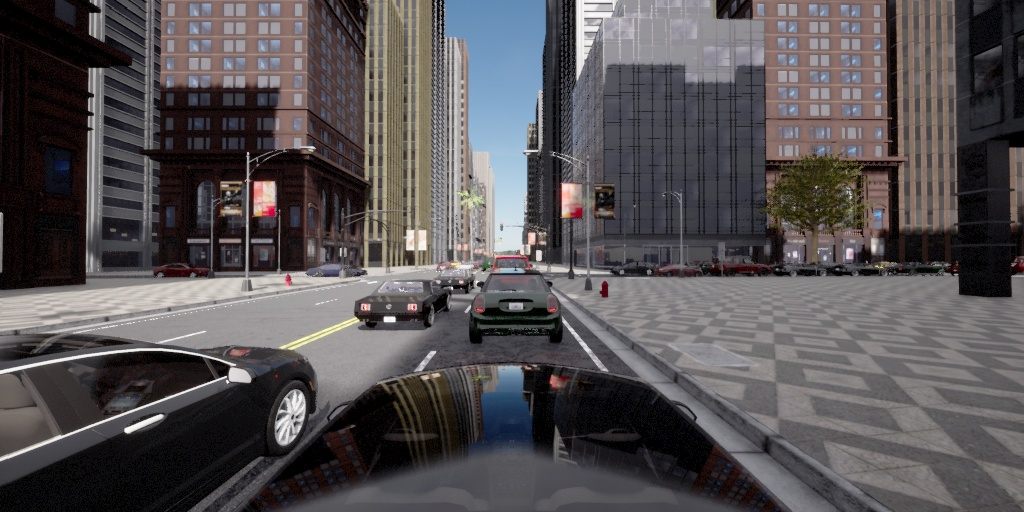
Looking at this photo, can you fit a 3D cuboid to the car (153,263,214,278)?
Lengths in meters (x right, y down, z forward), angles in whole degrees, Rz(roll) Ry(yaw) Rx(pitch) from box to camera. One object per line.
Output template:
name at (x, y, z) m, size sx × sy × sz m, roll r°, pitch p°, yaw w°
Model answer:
car at (-31.744, 1.446, 34.817) m, size 5.008 × 1.535 × 1.882 m, roll 1°, pitch -1°, yaw 0°

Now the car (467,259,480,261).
car at (-6.701, 1.634, 60.986) m, size 1.895 × 1.301 × 4.718 m, roll 0°, pitch 0°, yaw 0°

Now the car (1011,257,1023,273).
car at (49.077, 0.973, 33.477) m, size 5.009 × 1.841 × 2.192 m, roll 0°, pitch 0°, yaw -1°

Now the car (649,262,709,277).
car at (15.251, 1.328, 32.880) m, size 4.207 × 1.307 × 1.802 m, roll 0°, pitch 0°, yaw -1°

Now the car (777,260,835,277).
car at (26.526, 1.276, 33.079) m, size 4.313 × 1.339 × 1.948 m, roll 0°, pitch 0°, yaw -1°

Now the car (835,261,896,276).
car at (32.163, 1.260, 33.178) m, size 4.313 × 1.339 × 1.948 m, roll 0°, pitch 0°, yaw -1°

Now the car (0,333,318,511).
car at (-3.151, 1.255, 2.186) m, size 1.837 × 1.490 × 4.892 m, roll 0°, pitch 0°, yaw 0°

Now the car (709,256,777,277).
car at (20.889, 1.041, 32.979) m, size 5.009 × 1.841 × 2.192 m, roll 0°, pitch 0°, yaw -1°

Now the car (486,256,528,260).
car at (-0.038, 1.003, 19.380) m, size 2.150 × 2.045 × 5.566 m, roll 0°, pitch 0°, yaw 0°

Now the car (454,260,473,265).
car at (-6.702, 1.570, 51.822) m, size 1.895 × 1.301 × 4.718 m, roll 0°, pitch 0°, yaw 0°

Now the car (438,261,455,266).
car at (-9.948, 1.504, 53.076) m, size 1.812 × 1.442 × 4.674 m, roll 0°, pitch 0°, yaw -3°

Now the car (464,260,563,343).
car at (0.080, 1.109, 9.860) m, size 2.097 × 1.767 × 4.553 m, roll 0°, pitch 0°, yaw 0°

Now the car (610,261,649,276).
car at (13.027, 1.326, 38.617) m, size 4.892 × 1.490 × 1.837 m, roll 0°, pitch -1°, yaw -1°

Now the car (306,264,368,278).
car at (-17.019, 1.450, 35.011) m, size 5.357 × 1.411 × 2.033 m, roll 0°, pitch -1°, yaw -3°

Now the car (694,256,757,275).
car at (23.066, 1.010, 38.804) m, size 5.566 × 2.045 × 2.150 m, roll 0°, pitch -1°, yaw -2°

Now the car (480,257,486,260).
car at (-3.196, 1.202, 53.501) m, size 2.150 × 2.045 × 5.566 m, roll 0°, pitch 0°, yaw -1°

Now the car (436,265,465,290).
car at (-3.191, 1.388, 20.675) m, size 1.895 × 1.301 × 4.718 m, roll 0°, pitch 0°, yaw 0°

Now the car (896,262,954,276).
car at (40.492, 1.306, 35.901) m, size 4.718 × 1.301 × 1.895 m, roll 0°, pitch -1°, yaw -1°

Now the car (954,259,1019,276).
car at (43.439, 1.214, 33.377) m, size 4.507 × 1.381 × 1.888 m, roll 0°, pitch 0°, yaw -1°

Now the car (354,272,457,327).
car at (-3.168, 1.361, 11.507) m, size 1.895 × 1.301 × 4.718 m, roll 0°, pitch 0°, yaw 0°
